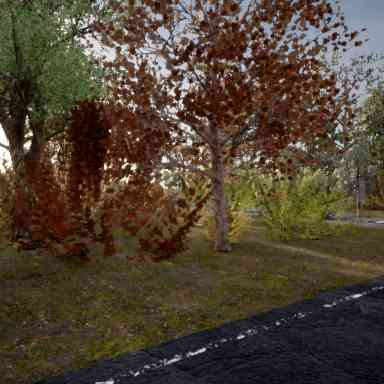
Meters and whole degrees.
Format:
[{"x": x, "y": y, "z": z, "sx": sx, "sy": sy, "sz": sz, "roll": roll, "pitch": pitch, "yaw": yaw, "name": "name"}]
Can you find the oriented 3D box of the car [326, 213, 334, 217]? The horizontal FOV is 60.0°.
[{"x": 9.289, "y": 1.148, "z": 27.120, "sx": 2.097, "sy": 1.767, "sz": 4.553, "roll": -1, "pitch": 1, "yaw": -36, "name": "car"}]
